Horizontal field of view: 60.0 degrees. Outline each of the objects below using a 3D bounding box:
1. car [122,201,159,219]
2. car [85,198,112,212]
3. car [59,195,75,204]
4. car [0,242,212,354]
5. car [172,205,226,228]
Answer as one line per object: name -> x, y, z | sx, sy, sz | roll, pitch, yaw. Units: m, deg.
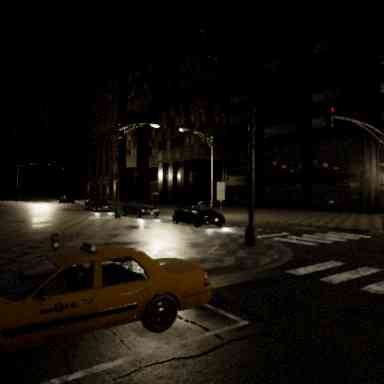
car -> -4.644, 1.495, 29.406 | 1.812, 1.442, 4.674 | 0, 0, -35
car -> -10.711, 1.441, 37.818 | 1.837, 1.490, 4.892 | 0, 0, -36
car -> -22.374, 1.395, 59.391 | 1.837, 1.490, 4.892 | 0, 0, -36
car -> -1.909, 1.531, 5.285 | 4.829, 1.417, 1.752 | 0, 0, -36
car -> 0.393, 1.560, 22.448 | 1.994, 1.385, 4.181 | 0, 0, -35
